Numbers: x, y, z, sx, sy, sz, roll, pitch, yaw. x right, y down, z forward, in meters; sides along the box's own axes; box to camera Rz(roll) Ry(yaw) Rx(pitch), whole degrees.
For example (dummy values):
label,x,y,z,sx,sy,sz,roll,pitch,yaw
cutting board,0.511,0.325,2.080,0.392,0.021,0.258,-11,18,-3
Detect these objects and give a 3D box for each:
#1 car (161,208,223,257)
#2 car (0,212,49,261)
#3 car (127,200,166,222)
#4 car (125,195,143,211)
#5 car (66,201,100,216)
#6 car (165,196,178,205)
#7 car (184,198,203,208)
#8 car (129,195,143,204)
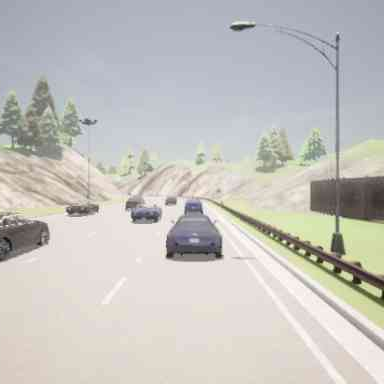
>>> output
label,x,y,z,sx,sy,sz,roll,pitch,yaw
car,0.080,1.542,12.811,1.994,1.385,4.181,0,0,0
car,-6.904,1.471,12.053,2.128,1.511,4.902,0,0,0
car,-3.376,1.556,25.556,1.895,1.301,4.718,0,0,0
car,-6.853,1.435,40.379,1.837,1.490,4.892,0,0,0
car,-10.356,1.544,32.016,1.895,1.301,4.718,0,0,0
car,-3.442,1.392,56.098,2.128,1.511,4.902,0,0,0
car,0.155,1.415,35.505,1.882,1.535,5.008,0,0,0
car,-10.488,1.367,62.787,1.882,1.535,5.008,0,0,0
